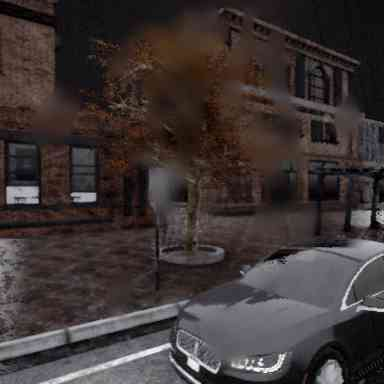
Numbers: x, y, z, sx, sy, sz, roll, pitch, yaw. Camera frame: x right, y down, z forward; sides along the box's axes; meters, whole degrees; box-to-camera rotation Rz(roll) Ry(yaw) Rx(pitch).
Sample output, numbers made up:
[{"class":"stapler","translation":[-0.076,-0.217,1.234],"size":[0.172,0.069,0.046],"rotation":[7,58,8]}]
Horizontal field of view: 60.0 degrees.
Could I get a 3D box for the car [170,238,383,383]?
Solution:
[{"class":"car","translation":[1.989,1.503,4.796],"size":[4.892,1.490,1.837],"rotation":[0,0,-36]}]
